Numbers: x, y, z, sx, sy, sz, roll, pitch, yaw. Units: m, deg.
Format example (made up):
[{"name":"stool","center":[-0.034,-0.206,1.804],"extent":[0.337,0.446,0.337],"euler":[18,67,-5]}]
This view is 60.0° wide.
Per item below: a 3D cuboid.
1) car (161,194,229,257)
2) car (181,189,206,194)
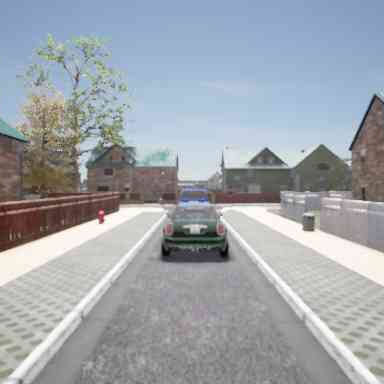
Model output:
[{"name":"car","center":[0.093,1.137,12.140],"extent":[2.097,1.767,4.553],"euler":[0,1,0]},{"name":"car","center":[0.070,0.809,23.324],"extent":[2.150,2.045,5.566],"euler":[0,1,-1]}]
